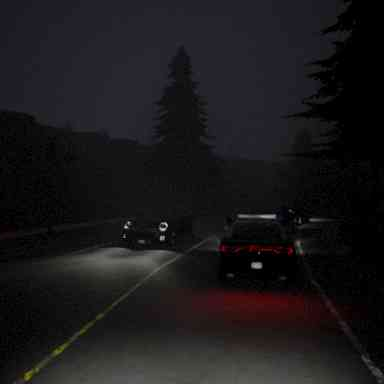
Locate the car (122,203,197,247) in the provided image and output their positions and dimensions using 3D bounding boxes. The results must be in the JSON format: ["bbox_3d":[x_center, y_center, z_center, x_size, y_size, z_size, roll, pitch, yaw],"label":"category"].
[{"bbox_3d":[-1.318,1.347,15.117,2.097,1.767,4.553,0,0,17],"label":"car"}]

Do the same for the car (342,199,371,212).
[{"bbox_3d":[19.505,1.562,39.012,4.181,1.385,1.994,0,0,-34],"label":"car"}]

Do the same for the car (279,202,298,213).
[{"bbox_3d":[4.651,1.475,18.824,1.882,1.535,5.008,0,0,23],"label":"car"}]

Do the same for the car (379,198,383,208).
[{"bbox_3d":[28.079,1.547,47.869,5.357,1.411,2.033,0,0,-22],"label":"car"}]

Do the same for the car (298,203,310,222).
[{"bbox_3d":[7.155,1.502,23.893,1.837,1.490,4.892,0,0,30],"label":"car"}]

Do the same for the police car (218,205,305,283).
[{"bbox_3d":[1.930,1.423,9.928,1.930,1.638,5.238,0,0,11],"label":"police car"}]
